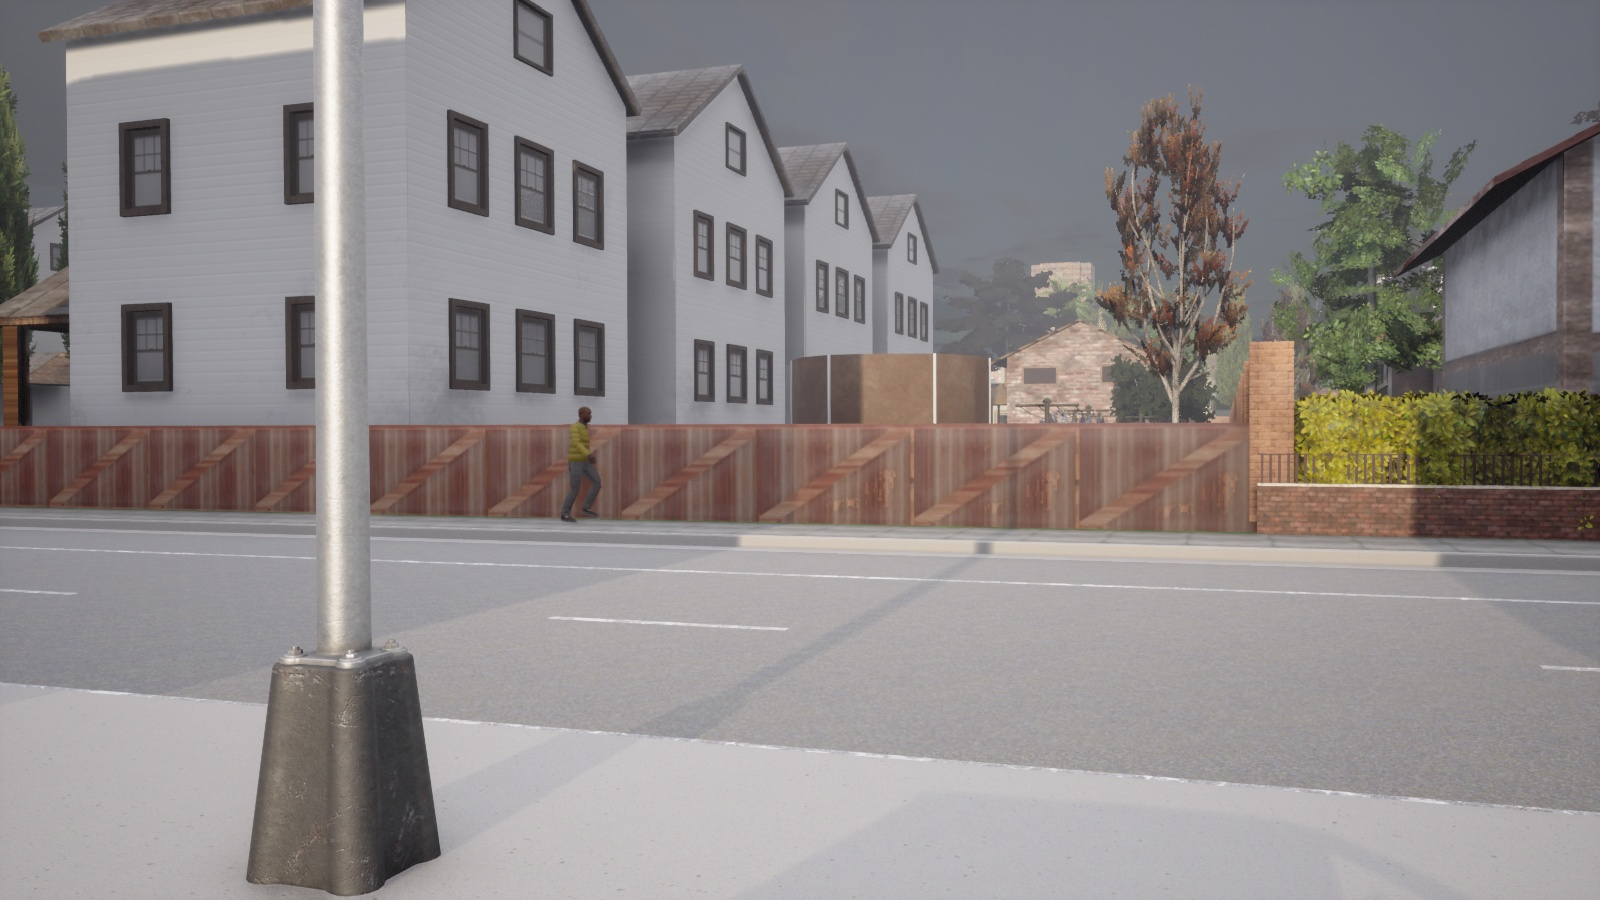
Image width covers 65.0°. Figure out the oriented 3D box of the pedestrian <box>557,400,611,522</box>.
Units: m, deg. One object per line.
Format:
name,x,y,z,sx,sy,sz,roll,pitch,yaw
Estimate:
pedestrian,-3.312,0.161,19.277,0.726,1.835,0.370,1,1,19
